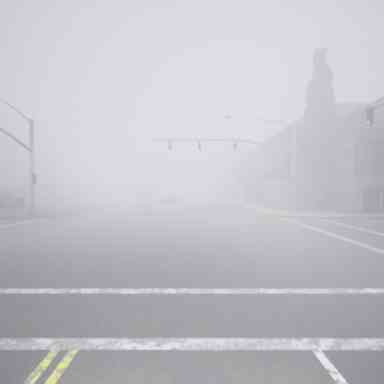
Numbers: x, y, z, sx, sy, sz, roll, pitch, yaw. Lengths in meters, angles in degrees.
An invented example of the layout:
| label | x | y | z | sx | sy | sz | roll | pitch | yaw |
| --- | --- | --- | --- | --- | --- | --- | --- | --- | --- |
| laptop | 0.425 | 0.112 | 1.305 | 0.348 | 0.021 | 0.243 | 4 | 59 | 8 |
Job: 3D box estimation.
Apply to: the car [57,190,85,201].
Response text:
| label | x | y | z | sx | sy | sz | roll | pitch | yaw |
| --- | --- | --- | --- | --- | --- | --- | --- | --- | --- |
| car | -21.443 | 0.619 | 58.165 | 3.866 | 1.878 | 1.905 | 0 | 1 | 0 |

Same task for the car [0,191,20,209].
| label | x | y | z | sx | sy | sz | roll | pitch | yaw |
| --- | --- | --- | --- | --- | --- | --- | --- | --- | --- |
| car | -21.470 | 0.823 | 35.648 | 4.605 | 1.855 | 1.932 | 0 | 1 | 0 |

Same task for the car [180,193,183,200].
| label | x | y | z | sx | sy | sz | roll | pitch | yaw |
| --- | --- | --- | --- | --- | --- | --- | --- | --- | --- |
| car | -2.878 | 0.893 | 67.476 | 2.128 | 1.511 | 4.902 | 0 | 0 | 2 |

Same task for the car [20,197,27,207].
| label | x | y | z | sx | sy | sz | roll | pitch | yaw |
| --- | --- | --- | --- | --- | --- | --- | --- | --- | --- |
| car | -21.415 | 0.800 | 38.543 | 3.866 | 1.878 | 1.905 | 0 | 1 | 0 |

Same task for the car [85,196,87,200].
| label | x | y | z | sx | sy | sz | roll | pitch | yaw |
| --- | --- | --- | --- | --- | --- | --- | --- | --- | --- |
| car | -21.431 | 0.832 | 61.063 | 3.806 | 1.475 | 1.970 | 0 | 1 | 0 |

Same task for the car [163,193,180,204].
| label | x | y | z | sx | sy | sz | roll | pitch | yaw |
| --- | --- | --- | --- | --- | --- | --- | --- | --- | --- |
| car | -3.386 | 1.130 | 51.011 | 1.895 | 1.301 | 4.718 | 0 | 1 | 2 |
